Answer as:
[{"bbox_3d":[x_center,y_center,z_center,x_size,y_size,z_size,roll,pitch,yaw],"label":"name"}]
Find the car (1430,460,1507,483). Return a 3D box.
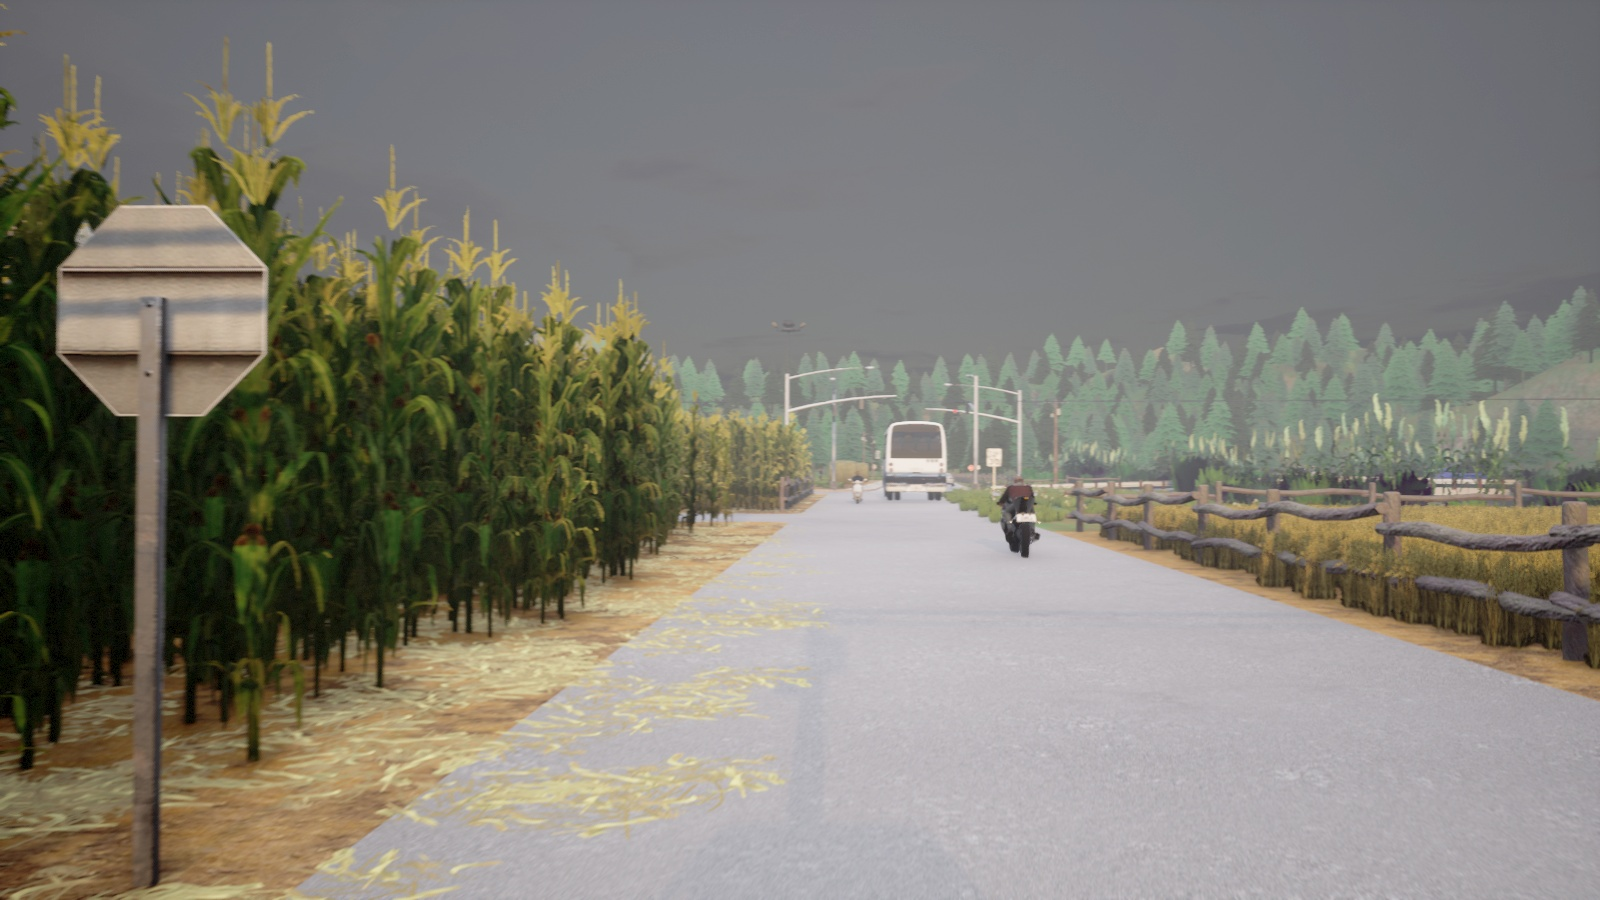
[{"bbox_3d":[44.951,1.467,84.470,4.193,1.474,1.816,1,-1,11],"label":"car"}]

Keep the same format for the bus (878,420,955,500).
[{"bbox_3d":[6.515,0.643,72.040,3.944,4.253,10.273,0,-1,3],"label":"bus"}]

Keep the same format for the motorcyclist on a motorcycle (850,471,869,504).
[{"bbox_3d":[2.856,1.785,60.363,0.866,1.590,1.817,0,-1,3],"label":"motorcyclist on a motorcycle"}]

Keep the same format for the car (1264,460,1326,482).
[{"bbox_3d":[35.360,1.521,89.775,3.806,1.475,1.970,-1,-1,10],"label":"car"}]

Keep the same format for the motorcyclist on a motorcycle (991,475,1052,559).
[{"bbox_3d":[4.221,1.246,24.055,0.866,1.530,2.191,0,-1,3],"label":"motorcyclist on a motorcycle"}]
